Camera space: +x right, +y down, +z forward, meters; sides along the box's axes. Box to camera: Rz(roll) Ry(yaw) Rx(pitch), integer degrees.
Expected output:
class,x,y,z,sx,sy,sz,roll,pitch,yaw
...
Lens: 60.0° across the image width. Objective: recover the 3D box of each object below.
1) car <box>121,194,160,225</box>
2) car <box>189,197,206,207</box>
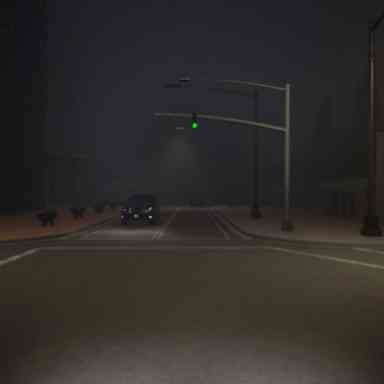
class,x,y,z,sx,sy,sz,roll,pitch,yaw
car,-3.594,1.182,24.170,2.150,2.045,5.566,0,0,0
car,0.870,1.477,49.640,1.812,1.442,4.674,0,0,13
